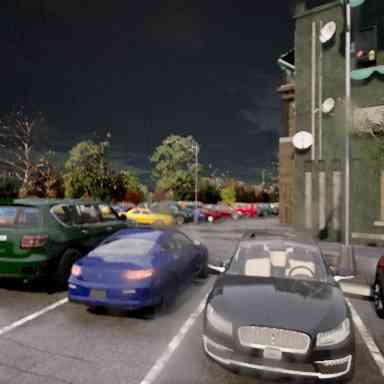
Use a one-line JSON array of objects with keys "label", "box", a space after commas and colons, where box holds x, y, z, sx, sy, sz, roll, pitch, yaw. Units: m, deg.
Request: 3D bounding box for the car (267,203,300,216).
[{"label": "car", "box": [16.344, 3.063, 59.809, 5.566, 2.045, 2.435, 2, -1, 15]}]

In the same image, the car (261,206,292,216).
[{"label": "car", "box": [14.600, 3.223, 57.337, 5.008, 1.535, 2.097, 2, -1, 15]}]

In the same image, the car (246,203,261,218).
[{"label": "car", "box": [6.016, 2.519, 44.999, 5.566, 2.045, 2.435, 2, -1, 15]}]

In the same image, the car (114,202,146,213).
[{"label": "car", "box": [-10.055, 2.520, 53.744, 4.553, 1.767, 2.185, 0, -2, 15]}]

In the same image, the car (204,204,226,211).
[{"label": "car", "box": [5.240, 3.485, 75.742, 4.792, 1.488, 2.163, 0, -2, 15]}]

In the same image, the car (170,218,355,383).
[{"label": "car", "box": [1.511, 1.479, 5.869, 2.231, 1.521, 4.892, 1, 0, 16]}]

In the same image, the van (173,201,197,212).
[{"label": "van", "box": [-1.442, 2.870, 65.939, 4.442, 1.987, 1.878, 0, -2, 15]}]

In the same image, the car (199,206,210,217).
[{"label": "car", "box": [-0.859, 2.445, 35.111, 4.674, 1.452, 2.002, 2, -1, 15]}]

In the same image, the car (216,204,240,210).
[{"label": "car", "box": [8.762, 3.633, 80.602, 5.366, 1.575, 1.946, 0, -2, 14]}]

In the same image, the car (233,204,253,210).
[{"label": "car", "box": [13.575, 3.906, 88.009, 5.008, 1.535, 2.097, 0, -2, 14]}]

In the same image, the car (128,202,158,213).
[{"label": "car", "box": [-8.301, 2.609, 56.165, 4.553, 1.767, 2.185, 0, -1, 15]}]

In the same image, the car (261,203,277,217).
[{"label": "car", "box": [9.444, 2.700, 49.938, 5.566, 2.045, 2.435, 2, -1, 15]}]

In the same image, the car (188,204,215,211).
[{"label": "car", "box": [2.008, 3.273, 70.808, 5.366, 1.575, 1.946, 0, -2, 15]}]

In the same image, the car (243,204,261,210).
[{"label": "car", "box": [16.793, 4.115, 92.963, 4.792, 1.488, 2.163, 0, -2, 13]}]

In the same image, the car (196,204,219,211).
[{"label": "car", "box": [3.489, 3.395, 73.303, 4.792, 1.488, 2.163, 0, -2, 15]}]

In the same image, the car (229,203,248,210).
[{"label": "car", "box": [11.948, 3.690, 85.547, 4.553, 1.767, 2.185, 0, -2, 14]}]

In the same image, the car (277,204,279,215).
[{"label": "car", "box": [11.145, 3.071, 52.406, 4.792, 1.488, 2.163, 2, -1, 15]}]

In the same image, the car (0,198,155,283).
[{"label": "car", "box": [-3.306, 1.200, 9.332, 2.435, 2.045, 5.566, 0, -1, 16]}]

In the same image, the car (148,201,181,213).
[{"label": "car", "box": [-4.970, 2.664, 61.078, 5.566, 2.045, 2.435, 0, -2, 15]}]

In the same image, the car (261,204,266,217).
[{"label": "car", "box": [7.722, 2.890, 47.467, 4.792, 1.488, 2.163, 2, -1, 15]}]

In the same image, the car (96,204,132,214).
[{"label": "car", "box": [-11.931, 2.572, 50.941, 4.792, 1.488, 2.163, 0, -2, 15]}]

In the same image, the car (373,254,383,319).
[{"label": "car", "box": [3.929, 1.366, 4.177, 2.185, 1.767, 4.553, 1, 0, 16]}]

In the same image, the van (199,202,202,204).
[{"label": "van", "box": [0.250, 2.960, 68.388, 4.442, 1.987, 1.878, 0, -2, 15]}]

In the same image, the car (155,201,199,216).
[{"label": "car", "box": [-2.550, 2.055, 32.644, 5.566, 2.045, 2.435, 2, -1, 15]}]

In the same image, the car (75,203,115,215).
[{"label": "car", "box": [-14.073, 2.436, 48.200, 5.366, 1.575, 1.946, 0, -2, 15]}]

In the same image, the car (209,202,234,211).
[{"label": "car", "box": [6.875, 3.294, 78.205, 5.566, 2.045, 2.435, 0, -2, 15]}]

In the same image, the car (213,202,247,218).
[{"label": "car", "box": [4.295, 2.554, 42.543, 4.553, 1.767, 2.185, 2, -1, 15]}]

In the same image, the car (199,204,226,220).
[{"label": "car", "box": [0.877, 2.499, 37.588, 5.008, 1.535, 2.097, 2, -1, 15]}]

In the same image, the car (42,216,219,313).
[{"label": "car", "box": [-0.900, 1.504, 7.583, 2.002, 1.452, 4.674, 0, -1, 15]}]

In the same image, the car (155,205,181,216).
[{"label": "car", "box": [-4.137, 2.202, 30.117, 5.366, 1.575, 1.946, 2, -1, 15]}]

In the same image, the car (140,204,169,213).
[{"label": "car", "box": [-6.639, 2.865, 58.622, 4.674, 1.452, 2.002, 0, -2, 15]}]

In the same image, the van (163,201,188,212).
[{"label": "van", "box": [-3.134, 2.780, 63.491, 4.442, 1.987, 1.878, 0, -2, 15]}]

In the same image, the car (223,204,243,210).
[{"label": "car", "box": [10.259, 3.727, 83.091, 4.892, 1.521, 2.231, 0, -2, 14]}]
